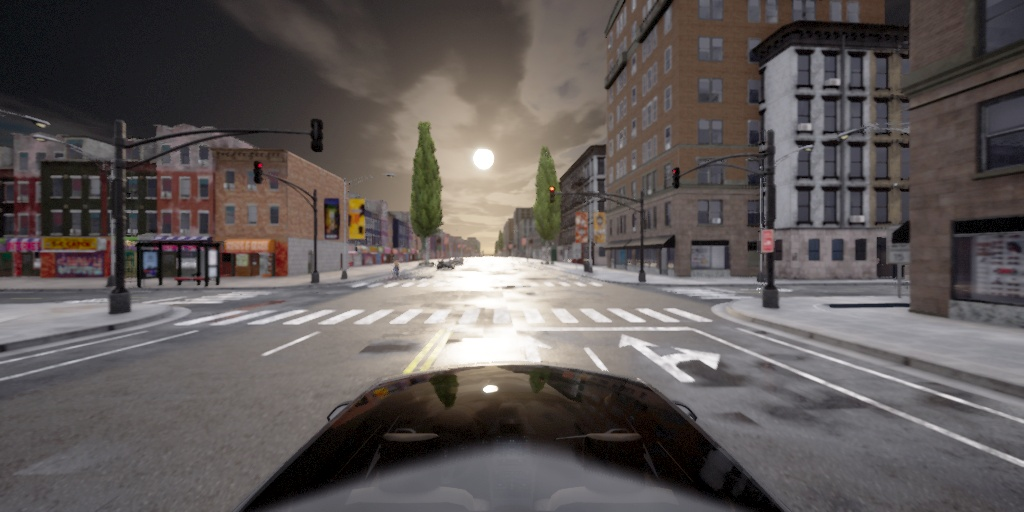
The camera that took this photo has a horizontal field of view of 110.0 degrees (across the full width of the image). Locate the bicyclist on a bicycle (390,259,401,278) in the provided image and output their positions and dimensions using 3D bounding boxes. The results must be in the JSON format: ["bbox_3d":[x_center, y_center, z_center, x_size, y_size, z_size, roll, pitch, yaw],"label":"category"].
[{"bbox_3d":[-9.661,1.017,29.857,0.866,1.612,1.509,0,0,-3],"label":"bicyclist on a bicycle"}]

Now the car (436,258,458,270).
[{"bbox_3d":[-8.541,1.054,46.359,1.994,1.385,4.181,0,0,-4],"label":"car"}]
